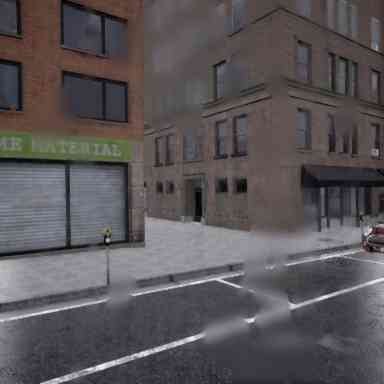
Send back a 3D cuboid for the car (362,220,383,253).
[{"bbox_3d":[8.138,1.439,12.410,4.097,1.590,1.967,0,-1,-35],"label":"car"}]
